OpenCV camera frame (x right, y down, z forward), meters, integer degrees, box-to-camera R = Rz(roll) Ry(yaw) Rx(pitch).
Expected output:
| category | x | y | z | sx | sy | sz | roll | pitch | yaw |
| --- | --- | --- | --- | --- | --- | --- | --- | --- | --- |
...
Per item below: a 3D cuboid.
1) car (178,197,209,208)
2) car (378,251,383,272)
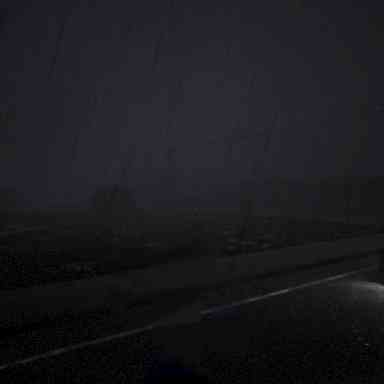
| category | x | y | z | sx | sy | sz | roll | pitch | yaw |
| --- | --- | --- | --- | --- | --- | --- | --- | --- | --- |
| car | -0.135 | 1.482 | 46.004 | 1.837 | 1.490 | 4.892 | 0 | 0 | -34 |
| car | 7.297 | 1.526 | 9.146 | 5.357 | 1.411 | 2.033 | 0 | 0 | -35 |
